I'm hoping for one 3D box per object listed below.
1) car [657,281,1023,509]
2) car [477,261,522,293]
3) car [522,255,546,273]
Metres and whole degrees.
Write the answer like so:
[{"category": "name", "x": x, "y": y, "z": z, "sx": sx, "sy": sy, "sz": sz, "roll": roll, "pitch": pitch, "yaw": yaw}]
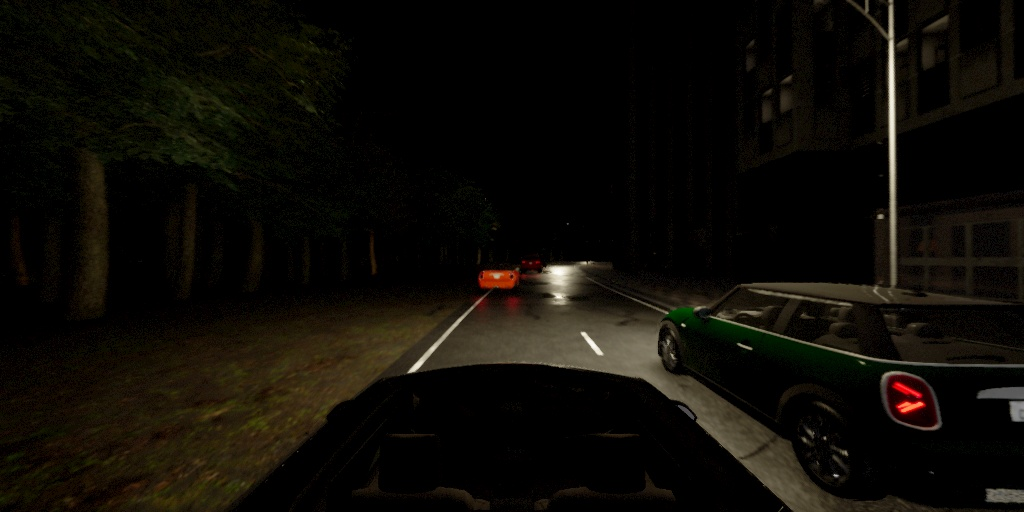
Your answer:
[{"category": "car", "x": 3.660, "y": 1.105, "z": 4.635, "sx": 2.097, "sy": 1.767, "sz": 4.553, "roll": 0, "pitch": 0, "yaw": 0}, {"category": "car", "x": -0.673, "y": 1.072, "z": 20.600, "sx": 2.097, "sy": 1.767, "sz": 4.553, "roll": 0, "pitch": 0, "yaw": 3}, {"category": "car", "x": 2.370, "y": 0.861, "z": 41.497, "sx": 2.150, "sy": 2.045, "sz": 5.566, "roll": 0, "pitch": 1, "yaw": 8}]
